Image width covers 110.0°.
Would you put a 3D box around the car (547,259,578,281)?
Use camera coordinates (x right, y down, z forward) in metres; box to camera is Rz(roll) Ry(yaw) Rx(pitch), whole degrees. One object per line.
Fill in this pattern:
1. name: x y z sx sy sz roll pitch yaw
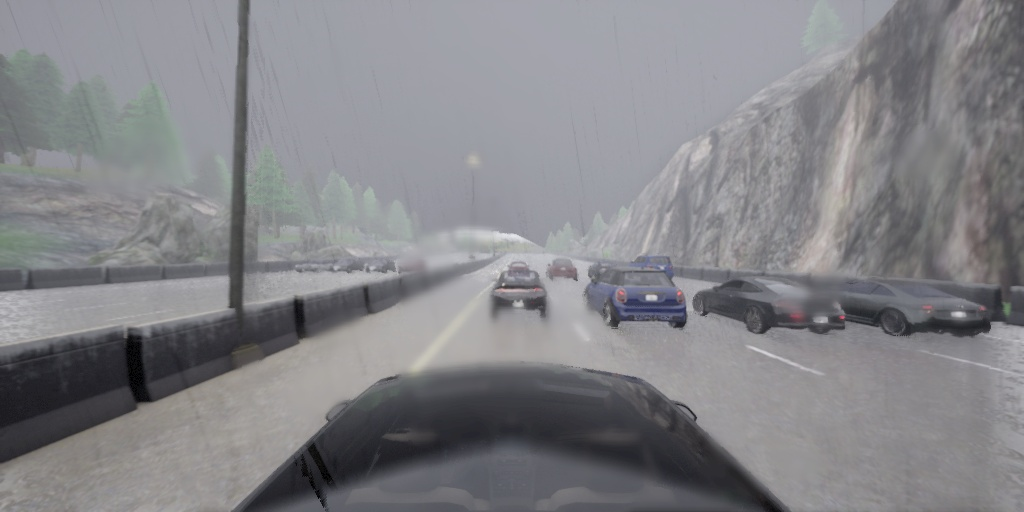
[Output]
1. car: 4.035 1.055 29.469 2.097 1.767 4.553 0 0 1

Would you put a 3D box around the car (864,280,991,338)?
1. car: 10.729 1.392 10.579 1.994 1.385 4.181 0 0 1

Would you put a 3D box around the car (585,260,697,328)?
1. car: 3.747 1.133 11.664 2.097 1.767 4.553 0 0 1

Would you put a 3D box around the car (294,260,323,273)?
1. car: -20.456 1.073 37.421 1.895 1.301 4.718 0 1 1

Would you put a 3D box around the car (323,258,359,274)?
1. car: -16.963 0.991 37.142 2.128 1.511 4.902 0 0 1

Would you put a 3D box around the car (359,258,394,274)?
1. car: -13.464 1.014 37.067 2.128 1.511 4.902 0 0 1

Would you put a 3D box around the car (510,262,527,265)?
1. car: 0.558 1.194 30.964 1.812 1.442 4.674 0 1 1

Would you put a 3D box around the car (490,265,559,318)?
1. car: 0.268 1.248 13.035 2.128 1.511 4.902 0 0 1

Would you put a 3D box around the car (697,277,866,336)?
1. car: 7.230 1.331 10.627 1.812 1.442 4.674 0 0 1

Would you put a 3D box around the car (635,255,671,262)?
1. car: 11.028 0.974 28.942 2.150 2.045 5.566 0 0 1

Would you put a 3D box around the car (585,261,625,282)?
1. car: 7.538 1.216 29.697 2.128 1.511 4.902 0 0 1

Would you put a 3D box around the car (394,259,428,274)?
1. car: -9.974 1.025 36.668 1.882 1.535 5.008 0 0 1
